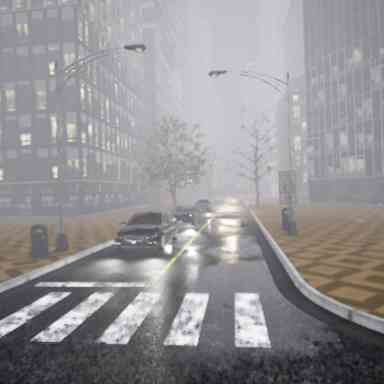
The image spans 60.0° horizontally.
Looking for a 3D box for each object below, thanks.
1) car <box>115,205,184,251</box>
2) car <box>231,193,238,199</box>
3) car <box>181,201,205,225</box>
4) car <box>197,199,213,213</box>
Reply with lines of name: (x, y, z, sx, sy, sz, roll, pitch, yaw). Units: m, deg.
car: (-1.812, 1.574, 14.490, 1.837, 1.490, 4.892, -2, 0, 8)
car: (11.814, 1.133, 92.462, 2.097, 1.767, 4.553, -2, 0, 8)
car: (-0.481, 1.637, 24.336, 1.895, 1.301, 4.718, -2, 0, 8)
car: (1.244, 1.522, 37.063, 1.812, 1.442, 4.674, -2, 0, 8)
